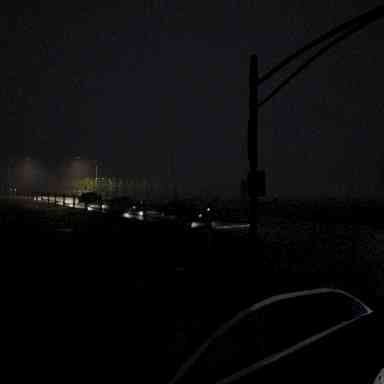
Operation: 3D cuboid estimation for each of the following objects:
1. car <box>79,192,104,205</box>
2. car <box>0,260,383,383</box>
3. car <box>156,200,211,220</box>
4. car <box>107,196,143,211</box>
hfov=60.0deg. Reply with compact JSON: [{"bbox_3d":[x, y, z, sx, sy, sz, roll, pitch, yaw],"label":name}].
[{"bbox_3d":[-12.338,0.768,40.533,1.837,1.490,4.892,0,1,-35],"label":"car"},{"bbox_3d":[0.106,1.491,2.968,4.902,1.511,2.128,0,0,-35],"label":"car"},{"bbox_3d":[-0.706,1.231,23.914,1.895,1.301,4.718,0,1,-35],"label":"car"},{"bbox_3d":[-6.539,1.046,32.242,1.895,1.301,4.718,0,1,-35],"label":"car"}]
